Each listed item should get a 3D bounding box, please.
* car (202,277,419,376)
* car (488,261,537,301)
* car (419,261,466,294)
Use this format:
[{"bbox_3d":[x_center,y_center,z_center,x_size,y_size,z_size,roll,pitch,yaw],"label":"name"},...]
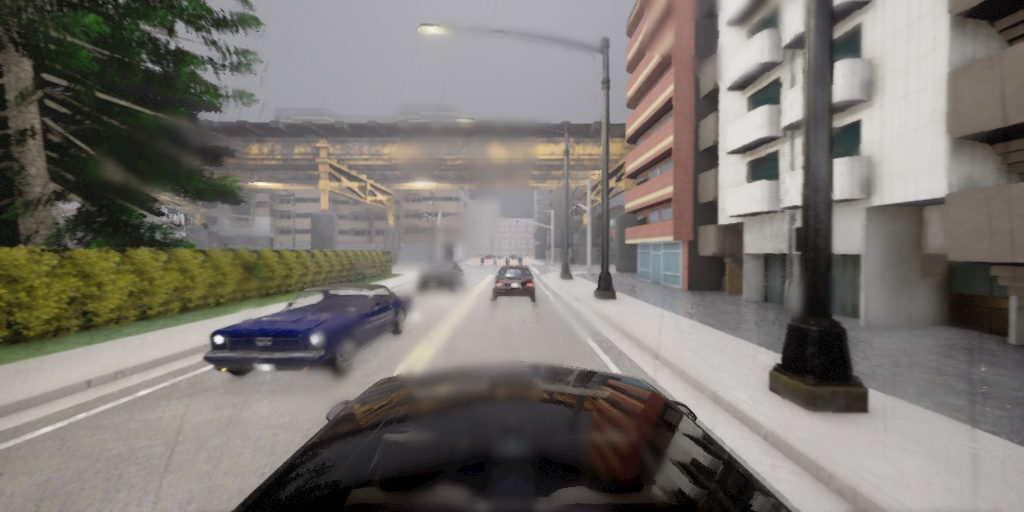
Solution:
[{"bbox_3d":[-3.563,1.281,7.392,1.895,1.301,4.718,0,1,0],"label":"car"},{"bbox_3d":[0.104,1.120,16.101,2.033,1.411,5.357,0,1,0],"label":"car"},{"bbox_3d":[-3.555,1.045,18.676,1.837,1.490,4.892,0,1,0],"label":"car"}]
